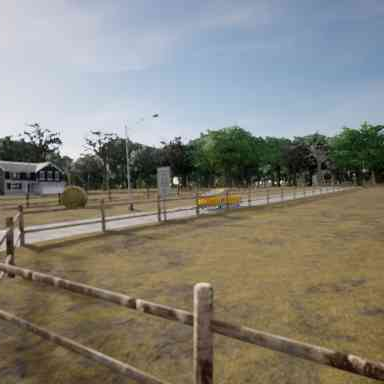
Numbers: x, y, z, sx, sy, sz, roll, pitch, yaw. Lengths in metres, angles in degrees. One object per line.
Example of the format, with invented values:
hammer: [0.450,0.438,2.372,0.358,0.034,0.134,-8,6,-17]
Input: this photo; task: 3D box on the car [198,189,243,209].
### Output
car: [2.463,0.513,27.487,1.882,1.535,5.008,-3,1,35]
